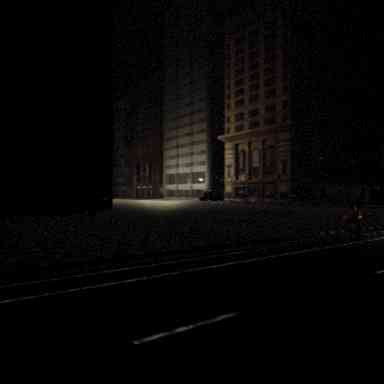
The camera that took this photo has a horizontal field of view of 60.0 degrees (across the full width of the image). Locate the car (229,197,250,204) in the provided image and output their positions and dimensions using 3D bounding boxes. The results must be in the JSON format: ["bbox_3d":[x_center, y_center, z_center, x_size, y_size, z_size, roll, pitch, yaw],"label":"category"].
[{"bbox_3d":[9.689,1.704,68.490,1.895,1.301,4.718,0,0,-35],"label":"car"}]

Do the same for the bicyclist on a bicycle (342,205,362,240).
[{"bbox_3d":[7.646,1.432,15.777,1.509,1.612,0.866,0,0,-36],"label":"bicyclist on a bicycle"}]

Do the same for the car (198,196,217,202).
[{"bbox_3d":[3.612,1.566,77.048,1.895,1.301,4.718,0,0,-35],"label":"car"}]

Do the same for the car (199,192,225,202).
[{"bbox_3d":[4.571,0.958,70.506,2.150,2.045,5.566,0,0,-35],"label":"car"}]
